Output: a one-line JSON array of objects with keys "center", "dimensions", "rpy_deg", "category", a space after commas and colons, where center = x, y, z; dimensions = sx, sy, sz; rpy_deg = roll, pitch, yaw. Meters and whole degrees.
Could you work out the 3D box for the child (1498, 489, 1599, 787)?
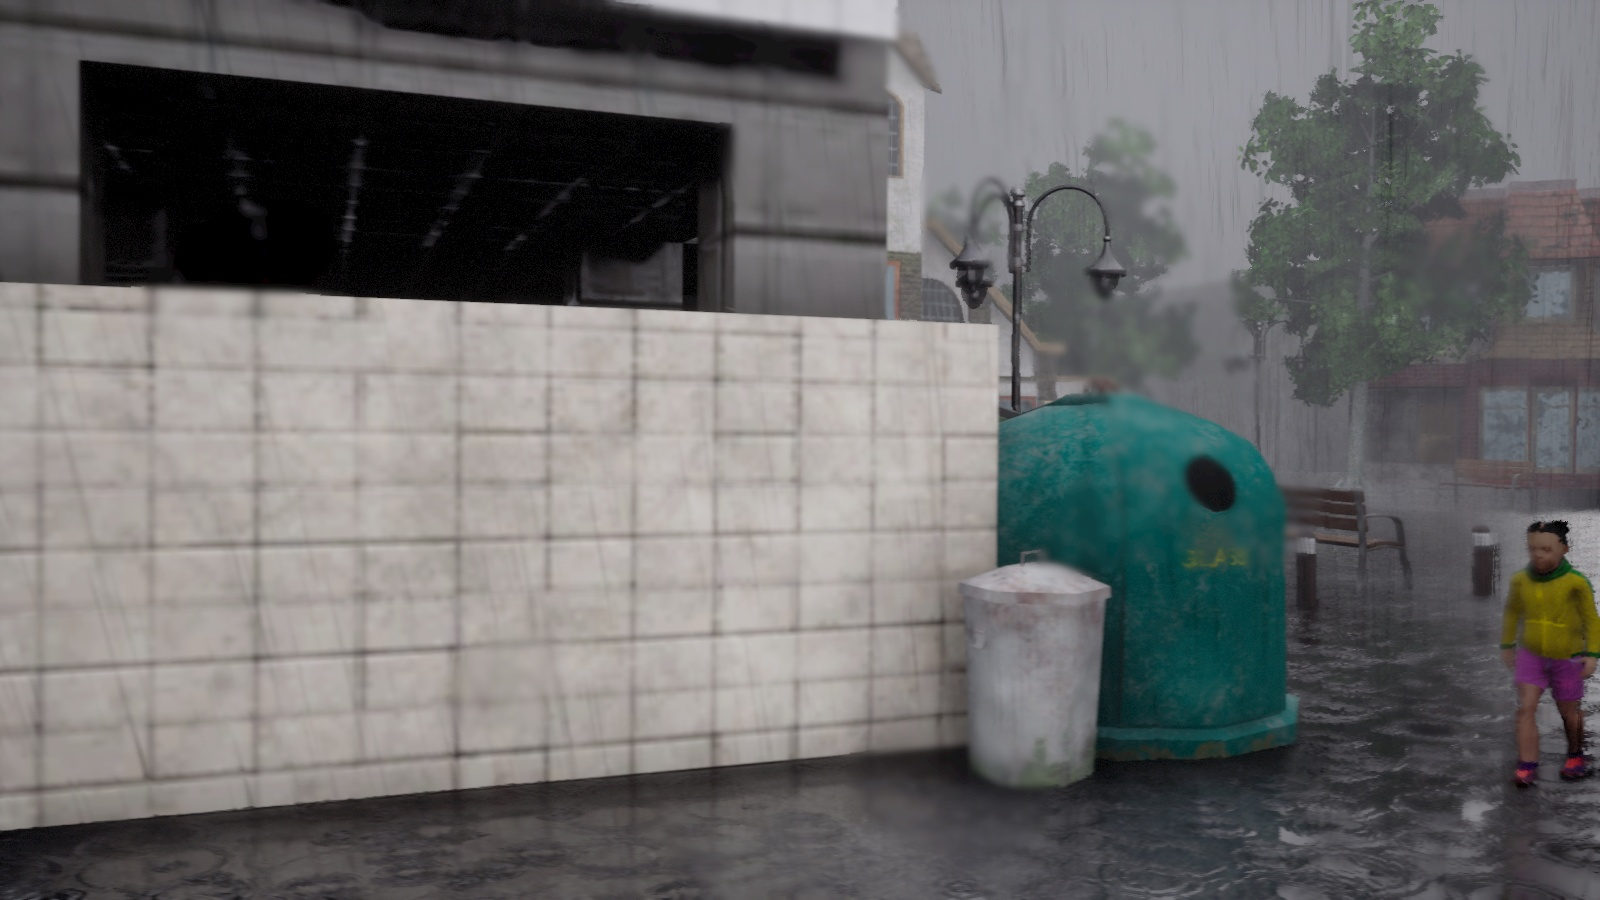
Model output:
[{"center": [3.183, 0.757, 5.250], "dimensions": [0.473, 1.160, 0.299], "rpy_deg": [-2, 1, -39], "category": "child"}]
